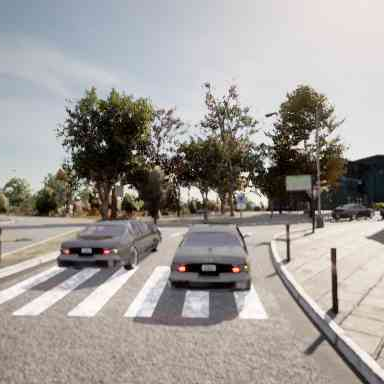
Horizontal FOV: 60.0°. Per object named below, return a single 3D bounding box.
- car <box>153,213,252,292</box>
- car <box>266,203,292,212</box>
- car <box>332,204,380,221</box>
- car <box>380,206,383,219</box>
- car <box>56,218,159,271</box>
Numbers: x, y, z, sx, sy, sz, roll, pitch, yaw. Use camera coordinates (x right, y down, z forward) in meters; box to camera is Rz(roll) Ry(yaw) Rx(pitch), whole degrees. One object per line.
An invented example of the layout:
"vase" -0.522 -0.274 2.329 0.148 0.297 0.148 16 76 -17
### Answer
"car" 0.598 1.538 9.047 2.033 1.411 5.357 -1 0 6
"car" 19.199 3.585 73.569 5.566 2.045 2.150 -4 -6 41
"car" 15.292 1.902 31.535 4.892 1.490 1.837 -1 -3 -33
"car" 18.855 1.673 30.161 4.902 1.511 2.128 0 -3 -37
"car" -2.401 1.571 11.068 2.033 1.411 5.357 -1 0 7
